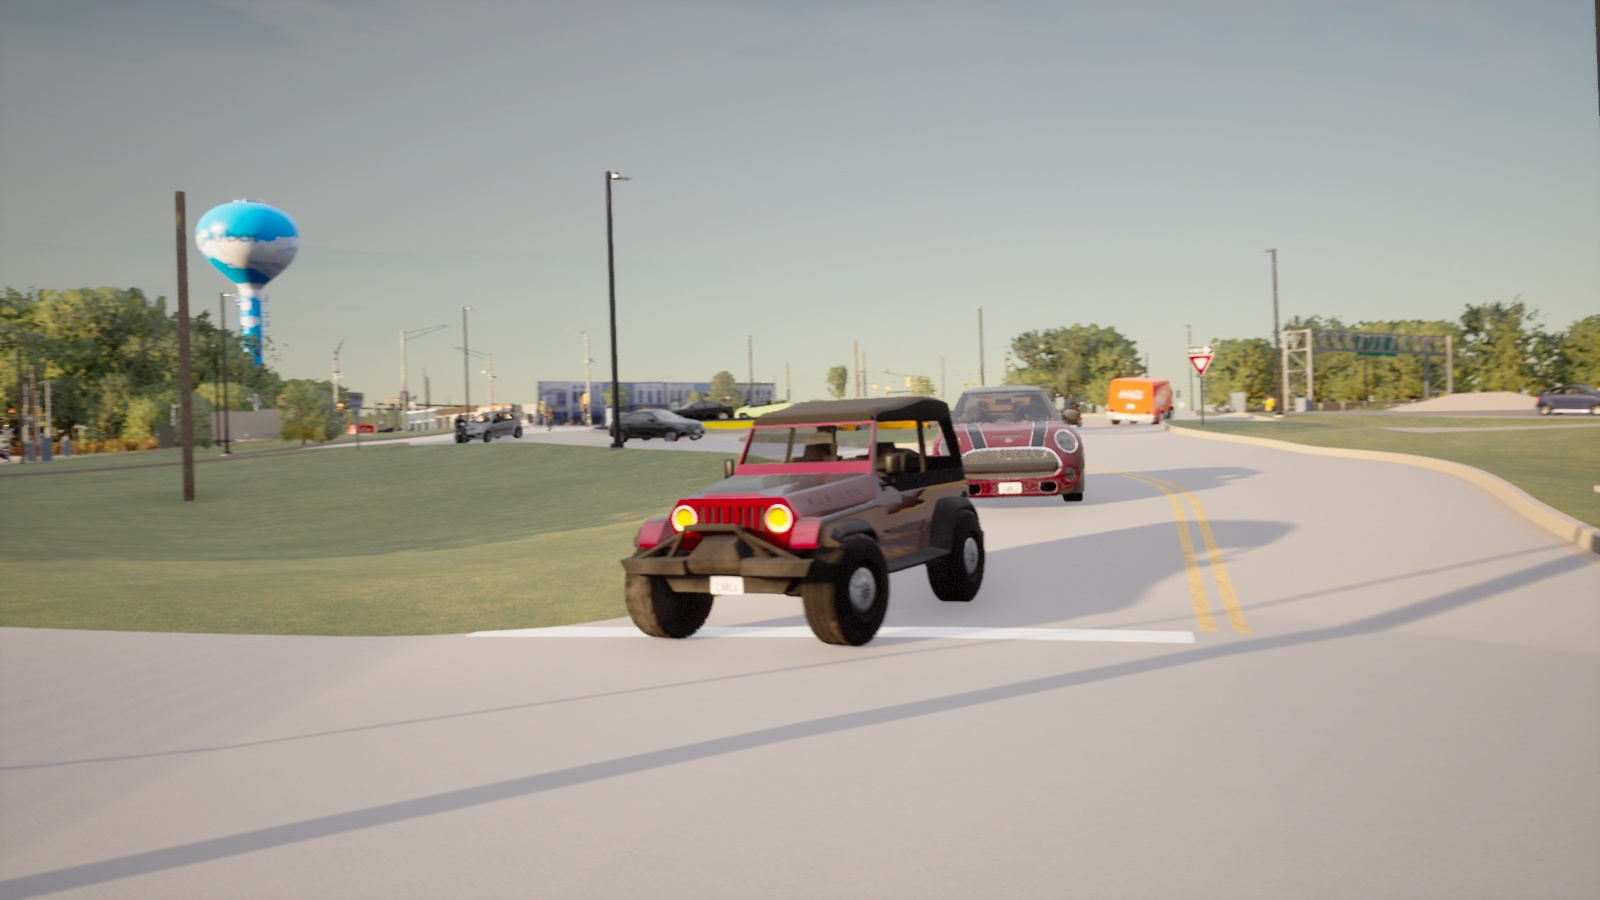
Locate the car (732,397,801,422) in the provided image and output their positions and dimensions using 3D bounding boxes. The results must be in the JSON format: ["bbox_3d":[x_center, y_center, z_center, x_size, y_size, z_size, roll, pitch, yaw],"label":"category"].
[{"bbox_3d":[-2.329,-2.843,88.042,4.514,1.525,2.007,-2,0,6],"label":"car"}]

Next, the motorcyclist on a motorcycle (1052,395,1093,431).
[{"bbox_3d":[12.502,-1.702,57.606,1.817,1.590,0.866,-1,4,-41],"label":"motorcyclist on a motorcycle"}]

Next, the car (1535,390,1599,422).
[{"bbox_3d":[40.073,-2.278,64.383,1.789,1.549,3.705,-3,4,-34],"label":"car"}]

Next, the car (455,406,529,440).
[{"bbox_3d":[-17.218,-1.517,70.355,1.851,1.617,3.988,0,5,25],"label":"car"}]

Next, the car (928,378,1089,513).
[{"bbox_3d":[3.127,-0.169,19.228,2.097,1.767,4.553,-2,3,8],"label":"car"}]

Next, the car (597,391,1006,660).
[{"bbox_3d":[0.222,0.487,10.892,1.905,1.878,3.866,-2,1,28],"label":"car"}]

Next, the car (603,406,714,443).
[{"bbox_3d":[-6.185,-1.124,54.775,4.674,1.442,1.812,0,5,35],"label":"car"}]

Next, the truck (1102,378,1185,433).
[{"bbox_3d":[17.854,-2.366,65.097,2.627,2.467,5.204,6,7,30],"label":"truck"}]

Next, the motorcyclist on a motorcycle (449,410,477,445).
[{"bbox_3d":[-15.796,-1.044,58.795,0.866,1.590,1.817,-1,0,-27],"label":"motorcyclist on a motorcycle"}]

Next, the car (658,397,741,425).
[{"bbox_3d":[-6.545,-2.540,81.910,5.008,1.535,1.882,-3,1,-27],"label":"car"}]
